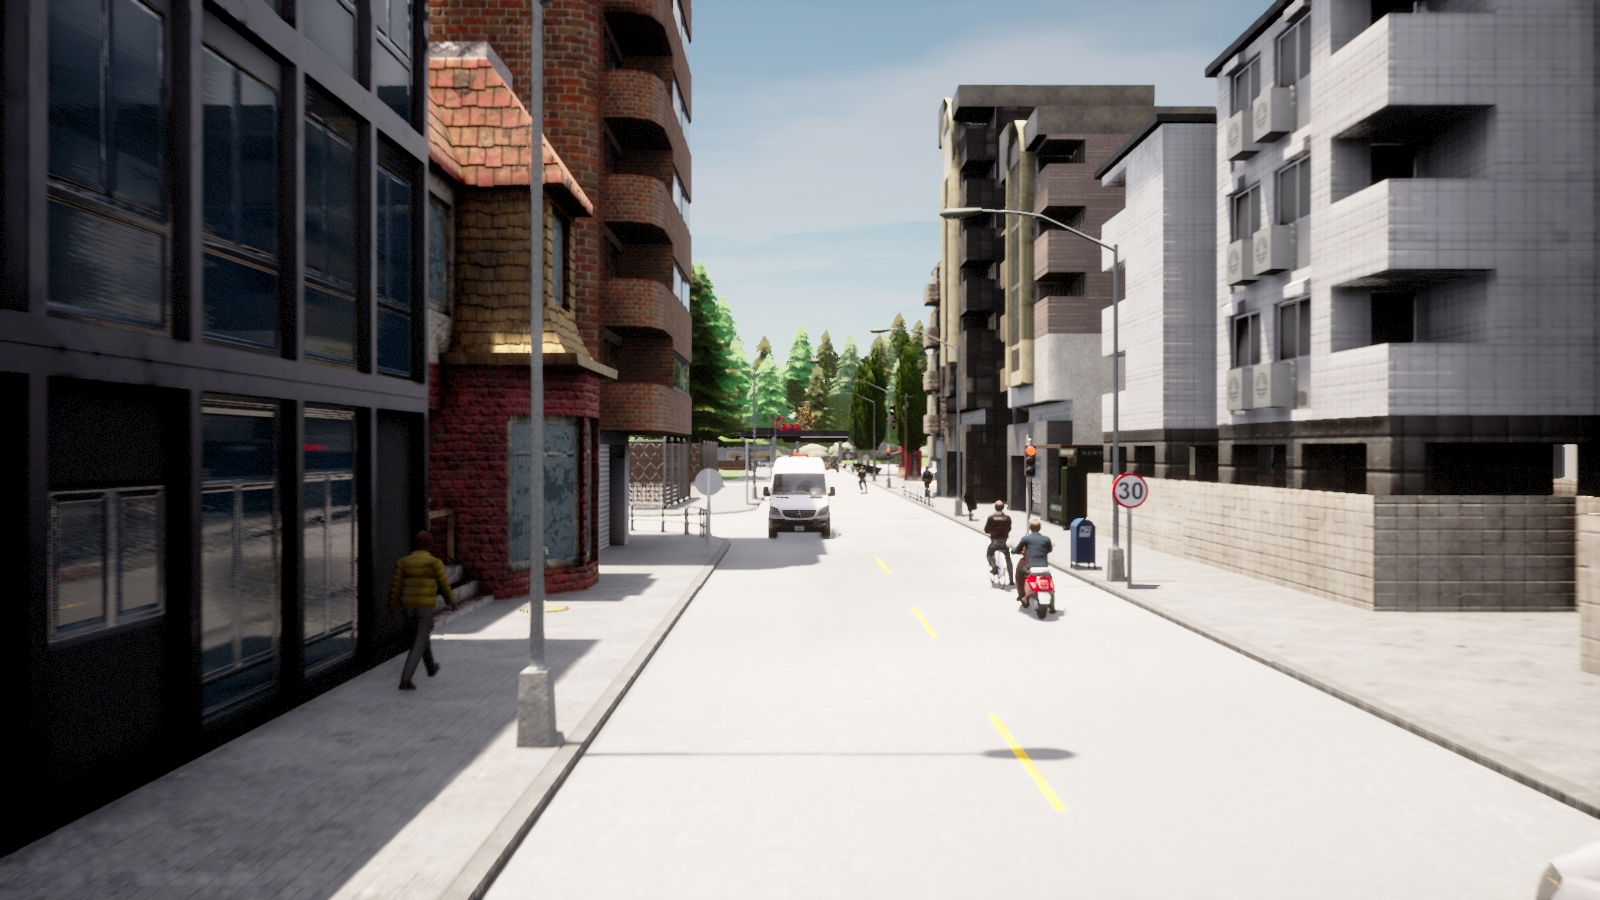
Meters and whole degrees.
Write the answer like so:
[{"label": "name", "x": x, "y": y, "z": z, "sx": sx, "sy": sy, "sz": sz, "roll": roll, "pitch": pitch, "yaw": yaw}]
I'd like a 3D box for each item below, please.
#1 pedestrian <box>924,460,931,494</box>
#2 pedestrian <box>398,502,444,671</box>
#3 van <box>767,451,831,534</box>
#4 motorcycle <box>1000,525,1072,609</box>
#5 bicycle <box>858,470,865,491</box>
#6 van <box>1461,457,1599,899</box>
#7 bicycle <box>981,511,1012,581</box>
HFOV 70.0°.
[{"label": "pedestrian", "x": 7.212, "y": 1.523, "z": 64.602, "sx": 0.375, "sy": 1.860, "sz": 0.375, "roll": 0, "pitch": 0, "yaw": -4}, {"label": "pedestrian", "x": -4.276, "y": 1.523, "z": 12.907, "sx": 0.375, "sy": 1.860, "sz": 0.375, "roll": 0, "pitch": 0, "yaw": 7}, {"label": "van", "x": -0.032, "y": 1.314, "z": 38.044, "sx": 1.988, "sy": 2.561, "sz": 5.915, "roll": 0, "pitch": 0, "yaw": 0}, {"label": "motorcycle", "x": 4.003, "y": 1.962, "z": 19.490, "sx": 0.856, "sy": 1.236, "sz": 1.805, "roll": 0, "pitch": 0, "yaw": 0}, {"label": "bicycle", "x": 3.942, "y": 1.940, "z": 73.079, "sx": 0.329, "sy": 1.271, "sz": 1.835, "roll": 0, "pitch": 0, "yaw": 0}, {"label": "van", "x": 4.024, "y": 1.314, "z": 2.245, "sx": 1.988, "sy": 2.561, "sz": 5.915, "roll": 0, "pitch": 0, "yaw": 0}, {"label": "bicycle", "x": 4.009, "y": 1.940, "z": 23.364, "sx": 0.329, "sy": 1.271, "sz": 1.835, "roll": 0, "pitch": 0, "yaw": 0}]
